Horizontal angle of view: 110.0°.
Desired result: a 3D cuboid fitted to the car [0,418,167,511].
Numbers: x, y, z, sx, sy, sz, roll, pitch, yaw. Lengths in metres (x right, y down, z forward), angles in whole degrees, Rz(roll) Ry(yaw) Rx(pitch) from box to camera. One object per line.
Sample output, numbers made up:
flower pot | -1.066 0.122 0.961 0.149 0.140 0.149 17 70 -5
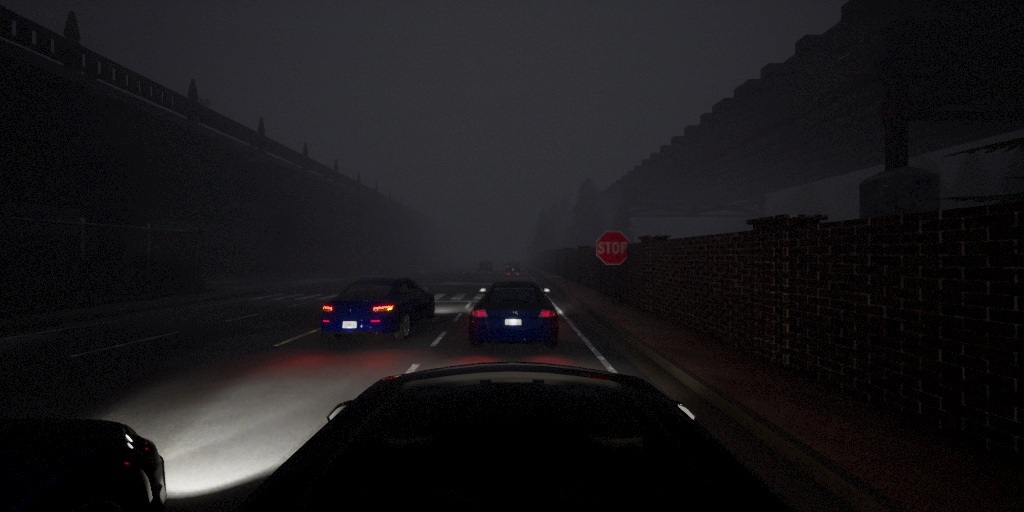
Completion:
car | -3.399 1.314 0.730 1.994 1.385 4.181 0 0 0

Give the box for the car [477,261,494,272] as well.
car | -3.395 1.297 45.950 2.033 1.411 5.357 0 0 -1

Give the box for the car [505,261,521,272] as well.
car | 0.099 1.351 46.119 1.895 1.301 4.718 0 0 -1

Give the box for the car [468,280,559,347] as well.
car | 0.069 1.314 9.303 1.994 1.385 4.181 0 0 1

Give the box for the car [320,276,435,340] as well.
car | -3.413 1.276 9.825 1.812 1.442 4.674 0 0 0
